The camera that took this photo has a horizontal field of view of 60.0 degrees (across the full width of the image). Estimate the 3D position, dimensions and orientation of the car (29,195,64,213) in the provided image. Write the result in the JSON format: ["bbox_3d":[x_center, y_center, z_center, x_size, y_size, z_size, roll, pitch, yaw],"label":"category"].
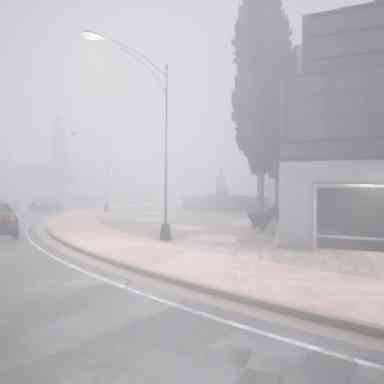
[{"bbox_3d":[-14.377,1.091,33.081,2.097,1.767,4.553,0,0,-4],"label":"car"}]

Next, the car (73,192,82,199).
[{"bbox_3d":[-19.681,0.792,58.998,1.837,1.490,4.892,1,0,21],"label":"car"}]

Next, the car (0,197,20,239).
[{"bbox_3d":[-9.488,1.208,15.807,2.097,1.767,4.553,0,0,-30],"label":"car"}]

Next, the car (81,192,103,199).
[{"bbox_3d":[-16.420,0.853,57.726,1.895,1.301,4.718,1,0,21],"label":"car"}]

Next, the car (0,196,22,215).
[{"bbox_3d":[-17.754,1.201,30.912,1.882,1.535,5.008,0,0,-7],"label":"car"}]
